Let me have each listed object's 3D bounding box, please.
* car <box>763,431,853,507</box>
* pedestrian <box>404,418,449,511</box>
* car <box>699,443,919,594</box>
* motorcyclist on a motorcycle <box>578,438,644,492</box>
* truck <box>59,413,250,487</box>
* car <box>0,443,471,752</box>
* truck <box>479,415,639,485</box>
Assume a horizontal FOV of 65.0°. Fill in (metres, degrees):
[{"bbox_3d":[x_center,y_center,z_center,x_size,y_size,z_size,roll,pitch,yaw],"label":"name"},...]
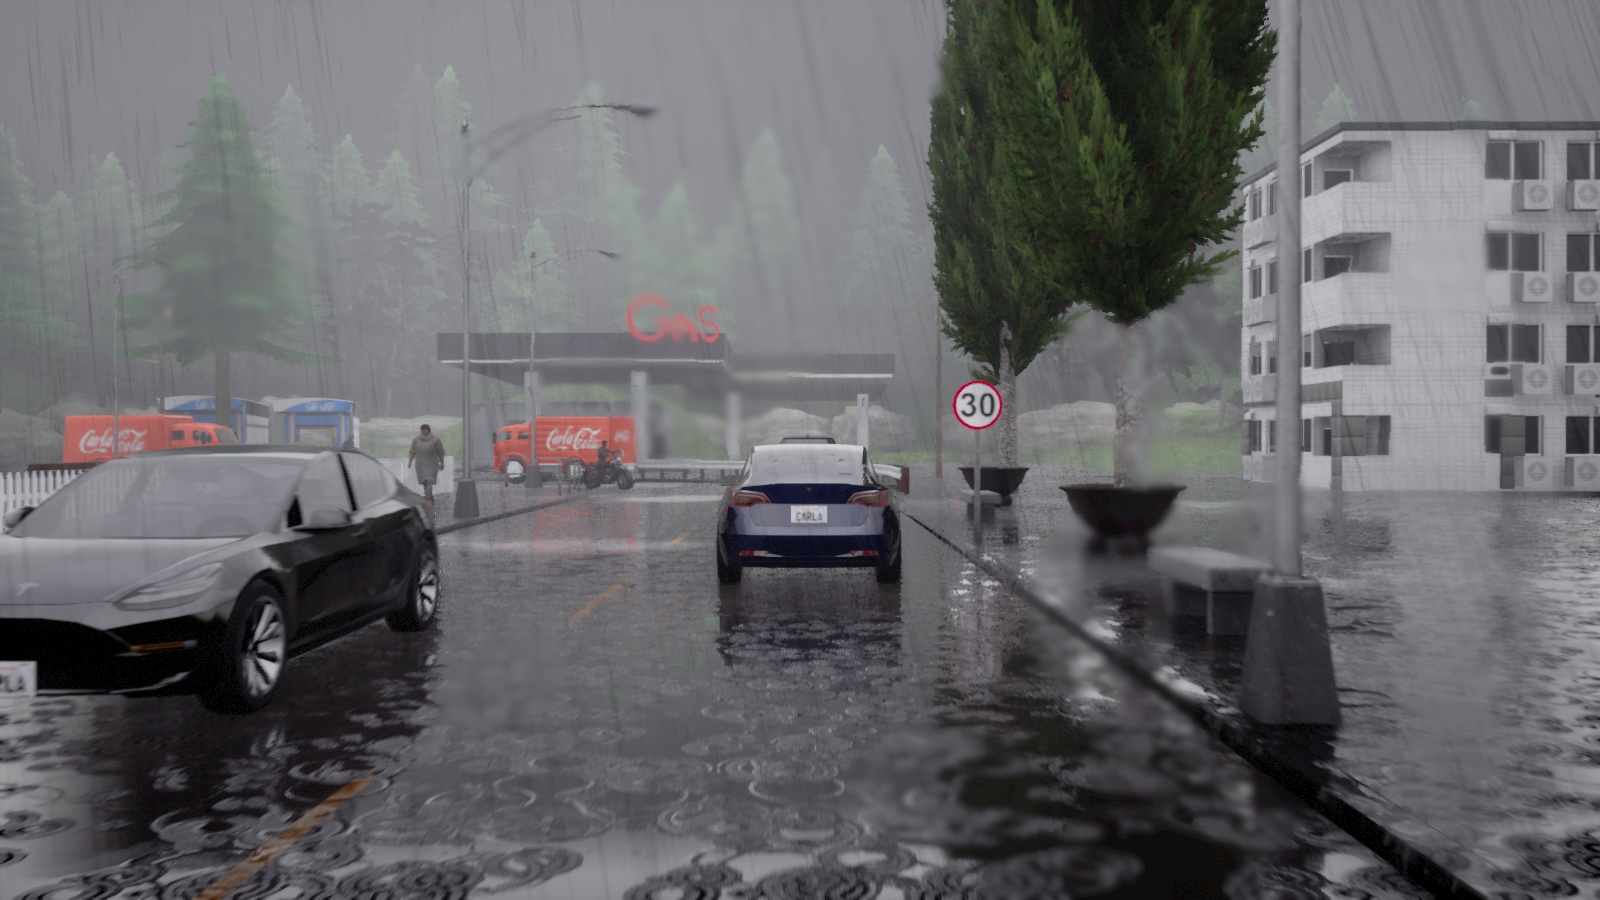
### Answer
[{"bbox_3d":[0.188,0.427,31.356,2.097,1.767,4.553,0,0,0],"label":"car"},{"bbox_3d":[-7.958,0.297,26.792,0.659,1.952,0.873,0,0,3],"label":"pedestrian"},{"bbox_3d":[0.101,0.663,14.750,2.163,1.488,4.792,0,0,0],"label":"car"},{"bbox_3d":[-6.078,0.464,40.293,2.350,1.649,0.766,1,2,42],"label":"motorcyclist on a motorcycle"},{"bbox_3d":[-22.080,-0.003,43.155,5.204,2.467,2.627,0,0,0],"label":"truck"},{"bbox_3d":[-3.936,0.695,8.446,2.163,1.488,4.792,0,0,0],"label":"car"},{"bbox_3d":[-8.913,-0.011,46.585,5.204,2.467,2.627,0,0,19],"label":"truck"}]
